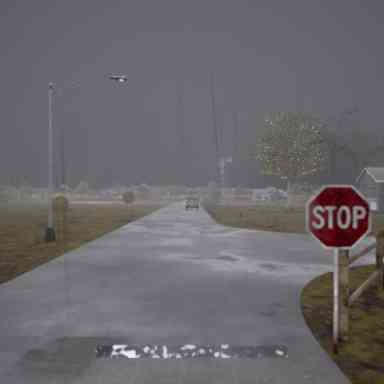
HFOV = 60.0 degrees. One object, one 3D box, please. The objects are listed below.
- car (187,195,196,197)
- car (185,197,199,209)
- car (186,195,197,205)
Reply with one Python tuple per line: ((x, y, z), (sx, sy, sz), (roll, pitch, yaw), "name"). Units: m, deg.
((-0.061, 1.675, 60.608), (2.150, 2.045, 5.566), (0, -1, 0), "car")
((0.046, 1.899, 50.557), (1.994, 1.385, 4.181), (0, -1, 0), "car")
((-0.075, 1.760, 70.970), (2.150, 2.045, 5.566), (0, -1, 0), "car")
